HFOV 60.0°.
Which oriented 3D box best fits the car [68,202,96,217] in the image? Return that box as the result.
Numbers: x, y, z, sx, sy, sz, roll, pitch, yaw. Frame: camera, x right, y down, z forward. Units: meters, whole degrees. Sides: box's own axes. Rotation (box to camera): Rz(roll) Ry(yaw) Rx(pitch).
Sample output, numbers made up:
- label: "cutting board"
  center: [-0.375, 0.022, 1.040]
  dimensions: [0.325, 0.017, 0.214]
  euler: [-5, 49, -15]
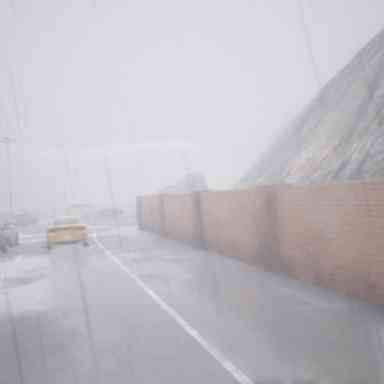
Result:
- label: "car"
  center: [-13.571, 2.355, 41.918]
  dimensions: [2.150, 2.045, 5.566]
  euler: [-3, 0, 5]

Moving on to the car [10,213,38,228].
- label: "car"
  center: [-17.022, 2.780, 33.228]
  dimensions: [1.994, 1.385, 4.181]
  euler: [-3, -1, -5]

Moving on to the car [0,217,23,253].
- label: "car"
  center: [-10.064, 2.252, 16.716]
  dimensions: [1.994, 1.385, 4.181]
  euler: [-3, -1, -20]

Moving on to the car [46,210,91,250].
- label: "car"
  center: [-6.544, 1.997, 17.643]
  dimensions: [1.882, 1.535, 5.008]
  euler: [-3, -1, -19]

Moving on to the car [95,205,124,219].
- label: "car"
  center: [-9.965, 2.425, 41.696]
  dimensions: [1.882, 1.535, 5.008]
  euler: [-4, -1, 4]
